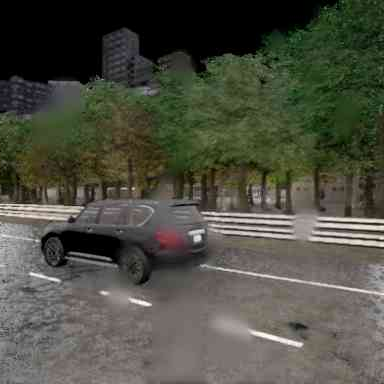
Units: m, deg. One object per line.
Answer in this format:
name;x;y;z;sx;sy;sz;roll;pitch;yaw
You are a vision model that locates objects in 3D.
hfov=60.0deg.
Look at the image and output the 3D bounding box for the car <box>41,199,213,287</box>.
car;-2.056;1.224;9.631;5.566;2.045;2.150;0;0;35
